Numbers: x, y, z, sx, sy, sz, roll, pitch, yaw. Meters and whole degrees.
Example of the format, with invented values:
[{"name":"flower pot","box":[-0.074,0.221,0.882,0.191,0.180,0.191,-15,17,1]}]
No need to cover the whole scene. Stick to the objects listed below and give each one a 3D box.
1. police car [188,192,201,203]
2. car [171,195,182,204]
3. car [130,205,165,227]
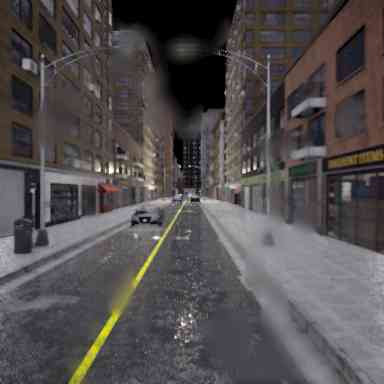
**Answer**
[{"name":"police car","box":[0.660,1.347,65.906,1.930,1.638,5.238,0,0,0]},{"name":"car","box":[-2.928,1.402,64.271,1.882,1.535,5.008,0,0,0]},{"name":"car","box":[-2.903,1.549,22.505,1.994,1.385,4.181,0,0,0]}]
